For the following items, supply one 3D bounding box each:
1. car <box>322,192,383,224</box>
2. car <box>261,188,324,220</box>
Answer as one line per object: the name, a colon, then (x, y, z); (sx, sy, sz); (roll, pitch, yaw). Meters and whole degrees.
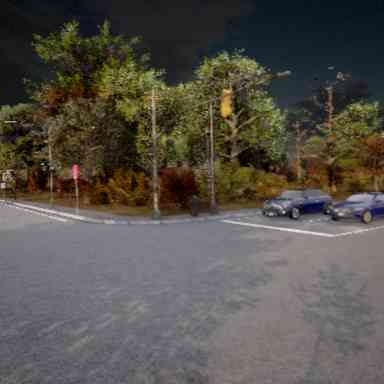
car: (9.247, 0.745, 17.605); (4.674, 1.442, 1.812); (-3, 2, -33)
car: (6.272, 0.576, 19.835); (4.553, 1.767, 2.097); (-3, 2, -33)
